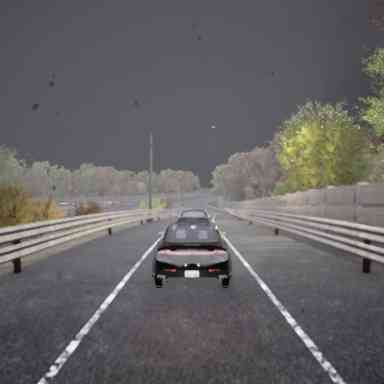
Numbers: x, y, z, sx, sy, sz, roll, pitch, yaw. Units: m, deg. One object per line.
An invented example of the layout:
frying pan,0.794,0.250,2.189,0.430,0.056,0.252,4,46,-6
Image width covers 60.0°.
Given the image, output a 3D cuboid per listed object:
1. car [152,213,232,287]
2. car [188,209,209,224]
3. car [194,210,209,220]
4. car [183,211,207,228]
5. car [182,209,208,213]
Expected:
car,0.008,1.557,9.471,2.128,1.511,4.902,0,-1,0
car,0.711,2.535,34.942,2.033,1.411,5.357,0,-3,3
car,1.321,3.065,45.380,1.895,1.301,4.718,0,-3,4
car,0.355,2.306,28.761,1.895,1.301,4.718,0,-3,2
car,0.125,1.824,20.283,1.882,1.535,5.008,0,-2,1
